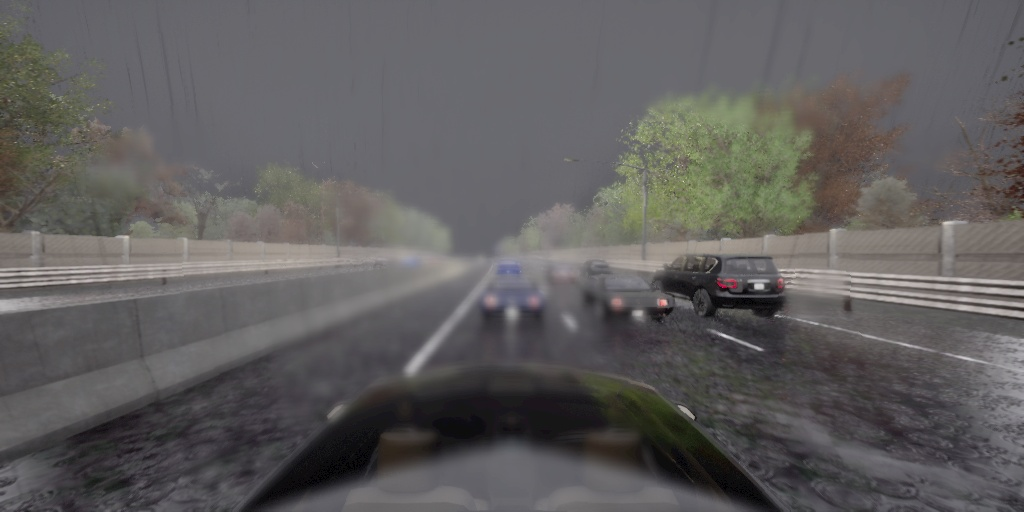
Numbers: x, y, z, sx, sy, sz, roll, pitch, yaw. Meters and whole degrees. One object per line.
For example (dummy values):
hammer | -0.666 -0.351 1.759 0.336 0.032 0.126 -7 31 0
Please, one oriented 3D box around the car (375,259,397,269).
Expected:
car | -18.340 1.076 52.475 2.033 1.411 5.357 0 0 -1

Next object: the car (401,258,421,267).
car | -14.847 1.005 52.897 1.882 1.535 5.008 0 0 -1

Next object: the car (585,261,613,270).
car | 6.833 1.140 29.098 1.837 1.490 4.892 0 1 -1

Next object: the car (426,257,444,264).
car | -11.351 0.880 52.991 2.097 1.767 4.553 0 0 -1

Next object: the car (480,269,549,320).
car | 0.017 1.305 12.383 1.895 1.301 4.718 0 0 0

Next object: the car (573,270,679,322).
car | 3.516 1.306 12.080 1.895 1.301 4.718 0 0 0

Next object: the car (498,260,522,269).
car | -0.184 1.104 30.497 1.882 1.535 5.008 0 0 -1

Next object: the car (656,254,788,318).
car | 7.014 0.926 12.830 2.150 2.045 5.566 0 1 0

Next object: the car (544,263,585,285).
car | 3.365 1.197 25.152 2.033 1.411 5.357 0 0 0
